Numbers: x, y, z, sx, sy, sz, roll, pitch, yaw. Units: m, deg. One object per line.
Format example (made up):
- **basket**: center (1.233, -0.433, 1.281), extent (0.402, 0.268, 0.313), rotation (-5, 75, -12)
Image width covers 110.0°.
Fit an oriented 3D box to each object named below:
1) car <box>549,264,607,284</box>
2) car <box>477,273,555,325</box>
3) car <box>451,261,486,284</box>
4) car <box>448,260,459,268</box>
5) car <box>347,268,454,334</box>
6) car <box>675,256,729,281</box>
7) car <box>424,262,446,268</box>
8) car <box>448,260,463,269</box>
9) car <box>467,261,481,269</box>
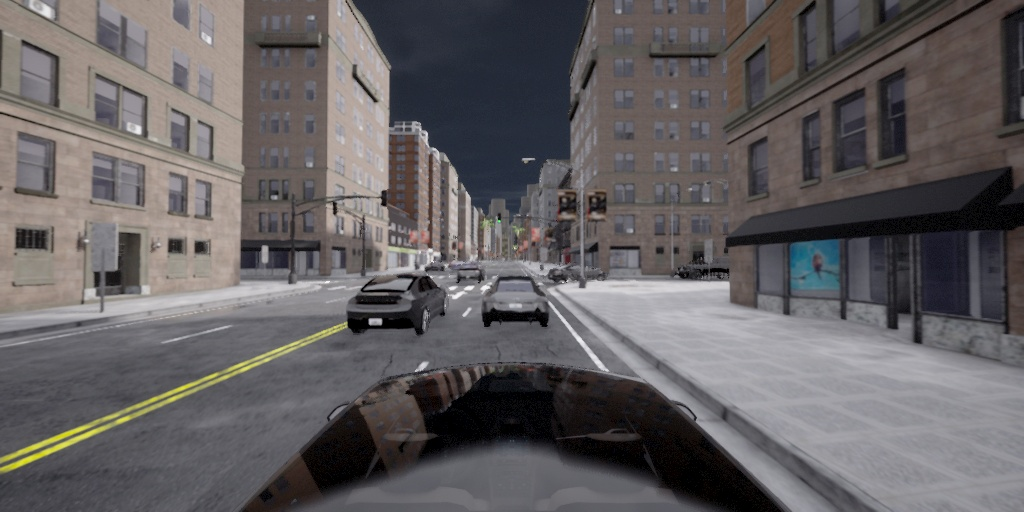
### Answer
- **car**: center (4.964, 1.314, 27.114), extent (4.674, 1.442, 1.812), rotation (0, -2, -24)
- **car**: center (0.100, 1.345, 11.883), extent (1.994, 1.385, 4.181), rotation (0, 0, 0)
- **car**: center (-3.154, 1.313, 28.168), extent (2.128, 1.511, 4.902), rotation (0, 0, 0)
- **car**: center (-6.590, 1.405, 46.154), extent (1.812, 1.442, 4.674), rotation (0, 0, 0)
- **car**: center (-3.150, 1.282, 10.688), extent (1.837, 1.490, 4.892), rotation (0, 0, 0)
- **car**: center (17.088, 1.072, 30.949), extent (5.566, 2.045, 2.150), rotation (0, -1, 0)
- **car**: center (-9.841, 1.479, 45.851), extent (1.895, 1.301, 4.718), rotation (0, 0, 0)
- **car**: center (-9.785, 1.459, 62.428), extent (1.812, 1.442, 4.674), rotation (0, 0, 1)
- **car**: center (-6.537, 1.534, 62.293), extent (1.895, 1.301, 4.718), rotation (0, 0, 1)
